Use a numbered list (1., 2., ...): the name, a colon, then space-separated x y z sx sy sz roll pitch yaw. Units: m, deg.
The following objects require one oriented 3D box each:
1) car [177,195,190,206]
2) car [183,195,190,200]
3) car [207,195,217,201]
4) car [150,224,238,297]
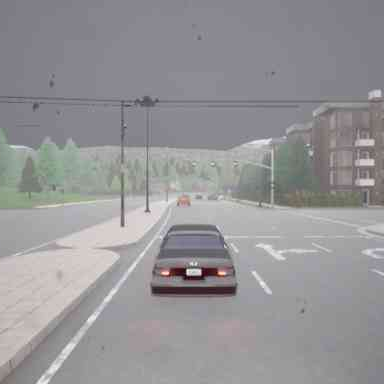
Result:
1. car: -1.359 1.340 54.481 2.097 1.767 4.553 0 0 -1
2. car: -1.546 1.503 94.527 1.812 1.442 4.674 0 0 0
3. car: 5.475 1.521 85.353 2.033 1.411 5.357 0 0 0
4. car: 0.042 1.545 8.736 2.033 1.411 5.357 0 0 0
